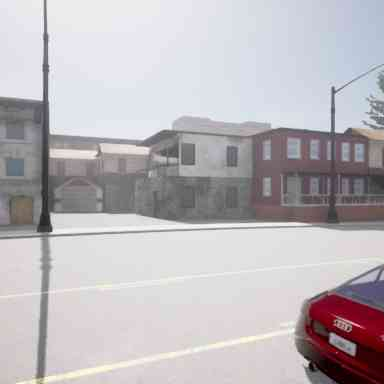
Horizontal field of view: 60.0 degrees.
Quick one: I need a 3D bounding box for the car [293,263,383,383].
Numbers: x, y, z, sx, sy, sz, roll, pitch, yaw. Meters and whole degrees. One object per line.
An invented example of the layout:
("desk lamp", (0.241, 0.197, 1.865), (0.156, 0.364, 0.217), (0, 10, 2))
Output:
("car", (3.415, 1.578, 4.275), (4.181, 1.385, 1.994), (1, 0, -23))
